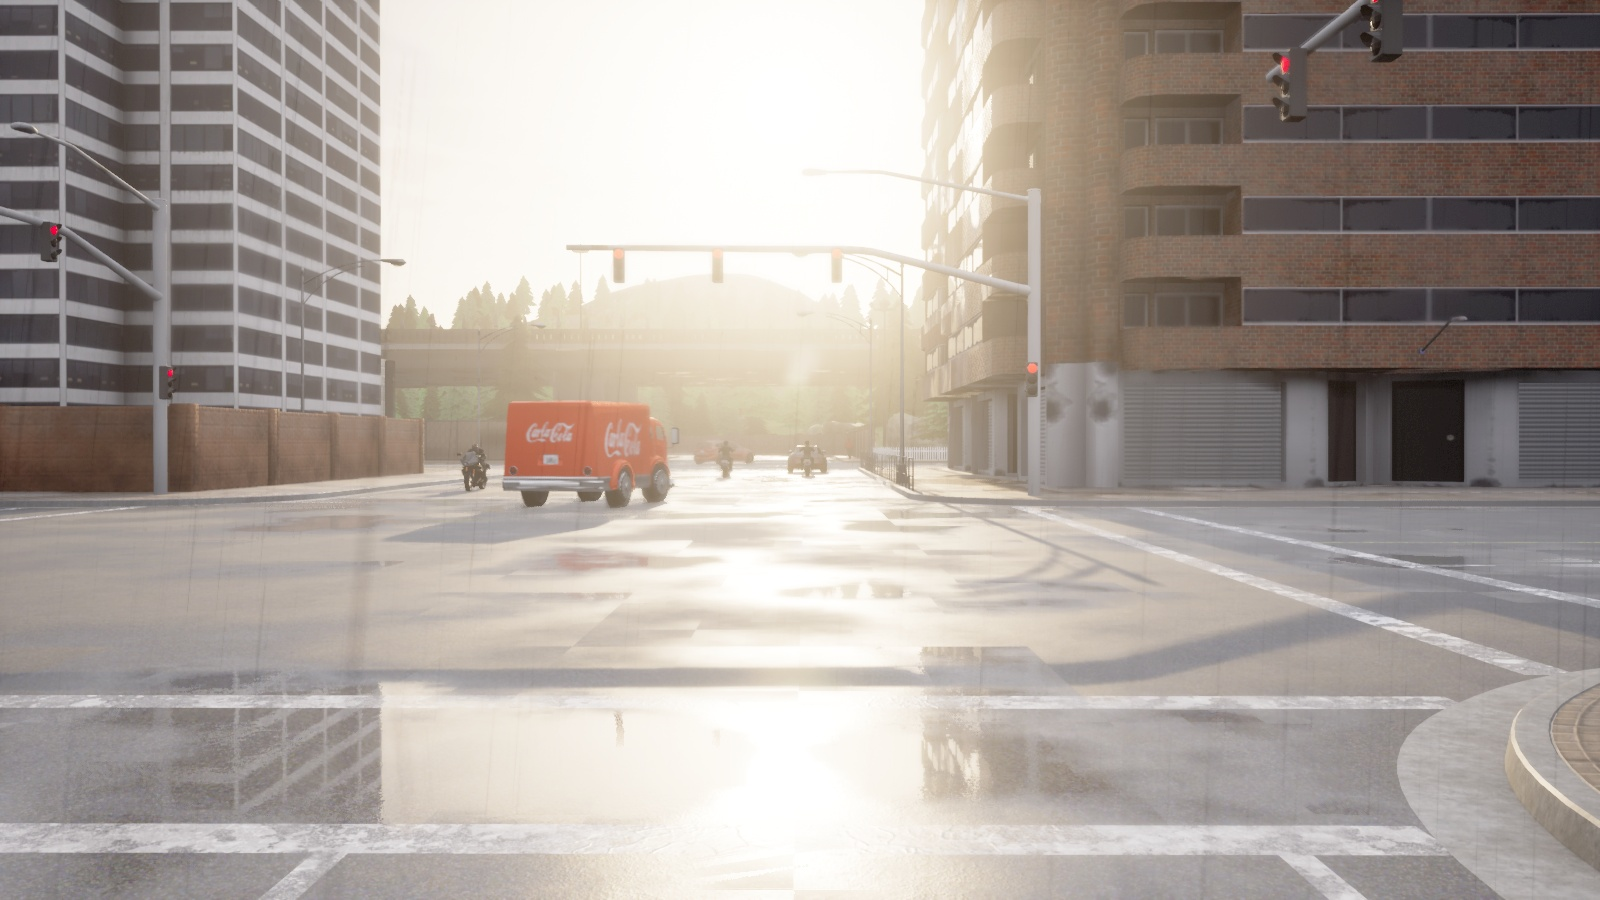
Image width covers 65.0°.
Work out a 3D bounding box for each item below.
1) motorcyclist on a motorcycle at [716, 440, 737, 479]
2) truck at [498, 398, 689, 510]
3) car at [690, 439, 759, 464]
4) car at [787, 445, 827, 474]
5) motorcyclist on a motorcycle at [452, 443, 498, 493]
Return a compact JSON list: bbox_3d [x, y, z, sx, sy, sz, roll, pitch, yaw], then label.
[{"bbox_3d":[-3.184,0.386,54.538,0.766,1.649,2.350,0,0,0],"label":"motorcyclist on a motorcycle"},{"bbox_3d":[-4.862,0.083,30.528,2.627,2.467,5.204,0,0,16],"label":"truck"},{"bbox_3d":[-5.164,0.070,86.538,2.242,1.667,4.611,0,1,39],"label":"car"},{"bbox_3d":[0.367,0.450,63.841,1.994,1.385,4.181,0,0,0],"label":"car"},{"bbox_3d":[-10.265,0.549,39.709,0.866,1.530,2.191,0,0,0],"label":"motorcyclist on a motorcycle"}]
